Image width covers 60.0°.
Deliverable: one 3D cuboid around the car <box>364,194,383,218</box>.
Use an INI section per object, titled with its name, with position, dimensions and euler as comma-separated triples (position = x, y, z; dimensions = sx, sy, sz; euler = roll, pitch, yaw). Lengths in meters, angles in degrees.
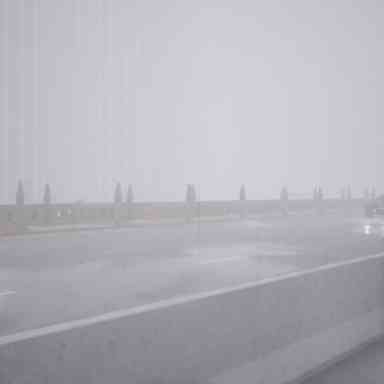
[car]
position = 17.510, 1.229, 29.372
dimensions = 5.566, 2.045, 2.150
euler = 0, 0, -35
